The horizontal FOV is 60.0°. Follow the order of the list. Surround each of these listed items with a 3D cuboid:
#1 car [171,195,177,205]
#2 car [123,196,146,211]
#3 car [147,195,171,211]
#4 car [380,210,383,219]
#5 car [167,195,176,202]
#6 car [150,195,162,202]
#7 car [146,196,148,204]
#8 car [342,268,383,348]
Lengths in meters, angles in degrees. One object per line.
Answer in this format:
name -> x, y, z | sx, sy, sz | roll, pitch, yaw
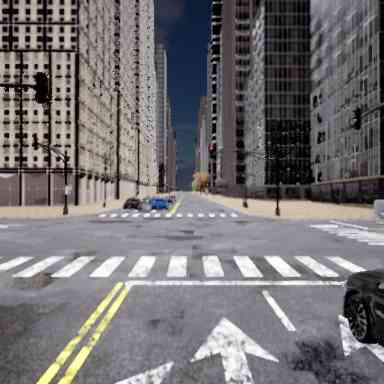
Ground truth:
car -> -4.145, 1.502, 57.299 | 1.895, 1.301, 4.718 | 0, 0, 0
car -> -7.153, 1.438, 40.359 | 1.837, 1.490, 4.892 | 0, 0, -1
car -> -3.909, 1.411, 40.615 | 1.882, 1.535, 5.008 | 0, 0, -1
car -> 16.842, 1.553, 24.986 | 4.902, 1.511, 2.128 | 0, -1, 2
car -> -4.364, 1.372, 72.451 | 1.812, 1.442, 4.674 | 0, 0, -1
car -> -7.598, 1.379, 71.465 | 2.128, 1.511, 4.902 | 0, 0, -1
car -> -7.404, 1.391, 57.721 | 2.128, 1.511, 4.902 | 0, 0, 0
car -> 3.350, 1.488, 3.488 | 2.128, 1.511, 4.902 | 0, 0, 0
